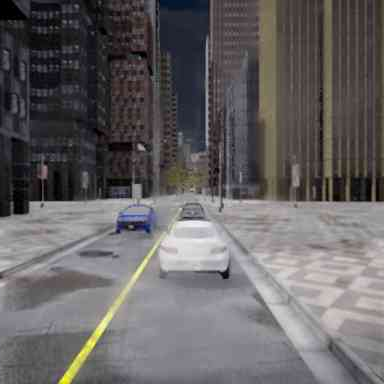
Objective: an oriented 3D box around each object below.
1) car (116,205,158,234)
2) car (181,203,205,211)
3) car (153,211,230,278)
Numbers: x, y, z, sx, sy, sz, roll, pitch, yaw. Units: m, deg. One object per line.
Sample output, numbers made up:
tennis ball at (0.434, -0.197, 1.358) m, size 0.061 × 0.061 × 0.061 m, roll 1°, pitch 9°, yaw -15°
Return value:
car at (-3.114, 1.503, 19.500) m, size 1.882 × 1.535 × 5.008 m, roll 0°, pitch 0°, yaw 0°
car at (0.062, 1.580, 26.516) m, size 2.033 × 1.411 × 5.357 m, roll 0°, pitch 0°, yaw 0°
car at (0.065, 1.540, 10.103) m, size 1.812 × 1.442 × 4.674 m, roll 0°, pitch 0°, yaw 0°
